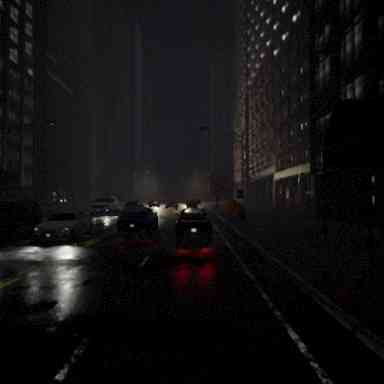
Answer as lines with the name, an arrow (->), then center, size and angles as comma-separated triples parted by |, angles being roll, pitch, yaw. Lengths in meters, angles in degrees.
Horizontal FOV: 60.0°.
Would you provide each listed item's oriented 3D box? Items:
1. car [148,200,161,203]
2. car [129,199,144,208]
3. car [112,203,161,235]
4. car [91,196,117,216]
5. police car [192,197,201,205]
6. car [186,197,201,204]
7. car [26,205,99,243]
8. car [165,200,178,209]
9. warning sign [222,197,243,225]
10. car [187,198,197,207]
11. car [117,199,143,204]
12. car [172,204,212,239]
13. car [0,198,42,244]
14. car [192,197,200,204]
car -> -6.510, 2.027, 58.397 | 2.033, 1.411, 5.357 | 0, 0, 0
car -> -9.760, 2.019, 58.393 | 1.837, 1.490, 4.892 | 0, 0, 0
car -> -3.158, 1.640, 19.999 | 1.882, 1.535, 5.008 | 0, 0, 0
car -> -9.851, 1.533, 37.718 | 2.150, 2.045, 5.566 | 0, 0, 0
police car -> 0.963, 2.016, 73.280 | 1.930, 1.638, 5.238 | 0, 0, 0
car -> -0.009, 1.902, 52.568 | 1.882, 1.535, 5.008 | 0, 0, 0
car -> -6.604, 1.696, 17.594 | 1.812, 1.442, 4.674 | 0, 1, 0
car -> -3.259, 1.959, 53.400 | 1.812, 1.442, 4.674 | 0, 0, 0
warning sign -> 2.830, 1.301, 23.186 | 1.300, 1.860, 1.060 | -1, -1, 0
car -> -0.011, 1.986, 62.990 | 1.882, 1.535, 5.008 | 0, 0, 0
car -> -6.599, 1.827, 36.705 | 1.812, 1.442, 4.674 | 0, 0, 0
car -> 0.094, 1.640, 18.430 | 2.128, 1.511, 4.902 | 0, 0, 0
car -> -9.847, 1.387, 17.516 | 2.150, 2.045, 5.566 | 0, 0, 0
car -> 0.961, 2.148, 83.171 | 1.882, 1.535, 5.008 | 0, 0, 0
